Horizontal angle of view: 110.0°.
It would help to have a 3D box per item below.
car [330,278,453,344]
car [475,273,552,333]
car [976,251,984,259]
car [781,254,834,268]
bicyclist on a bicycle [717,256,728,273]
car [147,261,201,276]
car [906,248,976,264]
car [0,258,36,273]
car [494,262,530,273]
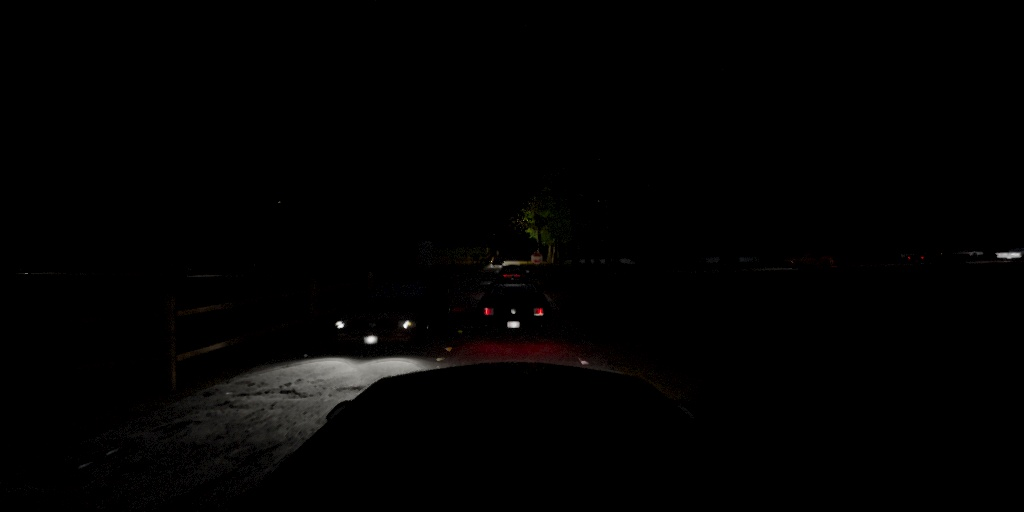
[{"bbox_3d":[-2.858,1.320,9.916,2.033,1.411,5.357,0,0,0],"label":"car"},{"bbox_3d":[0.068,1.377,10.879,1.895,1.301,4.718,0,0,1],"label":"car"},{"bbox_3d":[48.988,-0.256,39.838,4.718,1.301,1.895,-2,-1,0],"label":"car"},{"bbox_3d":[32.745,0.530,39.840,5.008,1.535,1.882,-2,-1,0],"label":"car"},{"bbox_3d":[19.847,0.823,33.802,0.582,1.620,1.656,-1,-1,0],"label":"bicyclist on a bicycle"},{"bbox_3d":[-34.493,1.277,36.606,4.674,1.442,1.812,1,-1,0],"label":"car"},{"bbox_3d":[43.980,0.164,37.009,4.718,1.301,1.895,-2,-1,0],"label":"car"},{"bbox_3d":[-51.885,0.924,36.632,4.892,1.490,1.837,1,-1,0],"label":"car"},{"bbox_3d":[0.036,1.309,22.742,1.837,1.490,4.892,0,0,0],"label":"car"}]
